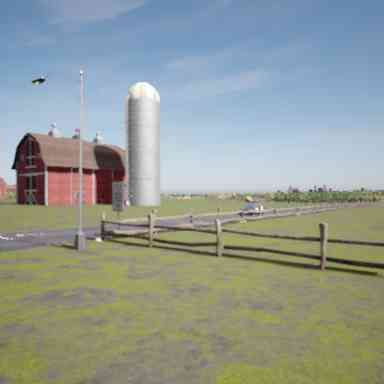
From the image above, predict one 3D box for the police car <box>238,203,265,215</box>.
[{"bbox_3d":[7.511,2.140,42.254,2.038,1.542,4.974,-1,-1,35],"label":"police car"}]
